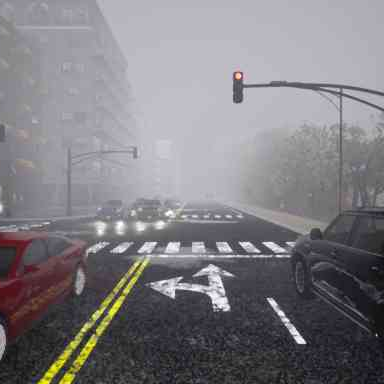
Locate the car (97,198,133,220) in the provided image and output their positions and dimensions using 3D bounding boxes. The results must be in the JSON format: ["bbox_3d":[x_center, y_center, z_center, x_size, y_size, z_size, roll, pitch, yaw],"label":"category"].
[{"bbox_3d":[-6.544,1.385,28.273,2.097,1.767,4.553,0,1,0],"label":"car"}]

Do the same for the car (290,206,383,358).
[{"bbox_3d":[3.374,1.221,5.292,2.150,2.045,5.566,0,0,-2],"label":"car"}]

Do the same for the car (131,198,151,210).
[{"bbox_3d":[-6.504,1.512,43.106,1.837,1.490,4.892,0,0,0],"label":"car"}]

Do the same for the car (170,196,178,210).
[{"bbox_3d":[-3.258,1.496,42.271,2.128,1.511,4.902,0,0,0],"label":"car"}]

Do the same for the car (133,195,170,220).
[{"bbox_3d":[-3.295,1.375,27.960,2.097,1.767,4.553,0,0,0],"label":"car"}]

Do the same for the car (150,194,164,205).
[{"bbox_3d":[-6.427,1.370,62.155,2.097,1.767,4.553,0,0,1],"label":"car"}]

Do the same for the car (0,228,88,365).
[{"bbox_3d":[-3.338,1.477,5.678,1.882,1.535,5.008,0,0,0],"label":"car"}]

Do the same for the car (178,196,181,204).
[{"bbox_3d":[-3.132,1.569,65.866,2.033,1.411,5.357,0,0,1],"label":"car"}]

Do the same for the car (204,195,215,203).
[{"bbox_3d":[3.501,1.376,68.879,2.097,1.767,4.553,0,0,0],"label":"car"}]
